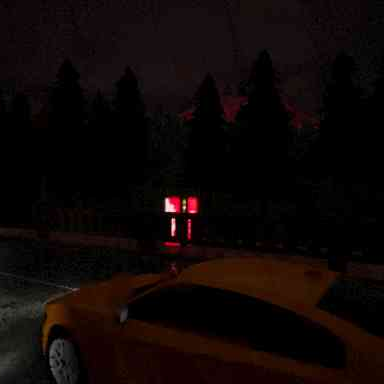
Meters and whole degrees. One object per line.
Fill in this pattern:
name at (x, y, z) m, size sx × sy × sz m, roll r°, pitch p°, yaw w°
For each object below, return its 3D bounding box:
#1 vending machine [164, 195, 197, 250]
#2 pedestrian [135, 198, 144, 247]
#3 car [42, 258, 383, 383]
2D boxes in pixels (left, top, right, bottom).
vending machine at (-0.438, 1.195, 13.472) m, size 0.880 × 2.100 × 1.100 m, roll 0°, pitch 0°, yaw 31°
pedestrian at (-1.924, 1.141, 12.660) m, size 0.375 × 1.860 × 0.375 m, roll 0°, pitch 0°, yaw 31°
car at (0.427, 1.477, 3.505) m, size 5.008 × 1.535 × 1.882 m, roll 0°, pitch 0°, yaw 35°
